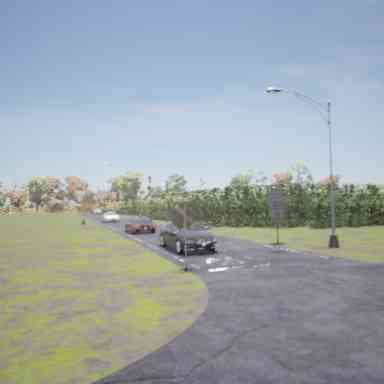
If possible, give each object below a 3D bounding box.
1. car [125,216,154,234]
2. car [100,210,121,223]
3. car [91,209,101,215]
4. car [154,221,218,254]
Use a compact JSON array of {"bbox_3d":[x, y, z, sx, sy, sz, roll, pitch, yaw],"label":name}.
[{"bbox_3d":[-4.381,2.751,28.111,1.994,1.385,4.181,-1,-2,-21],"label":"car"},{"bbox_3d":[-11.144,3.495,45.813,1.812,1.442,4.674,-1,-2,-21],"label":"car"},{"bbox_3d":[-24.877,5.298,88.343,1.812,1.442,4.674,-1,-2,-21],"label":"car"},{"bbox_3d":[-0.294,2.212,17.204,1.837,1.490,4.892,-1,-2,-20],"label":"car"}]
